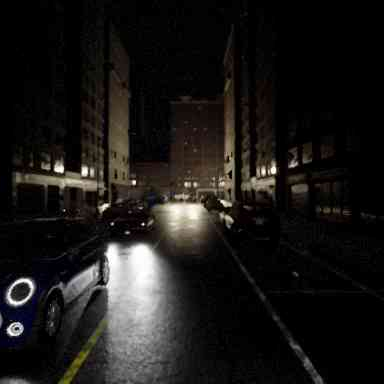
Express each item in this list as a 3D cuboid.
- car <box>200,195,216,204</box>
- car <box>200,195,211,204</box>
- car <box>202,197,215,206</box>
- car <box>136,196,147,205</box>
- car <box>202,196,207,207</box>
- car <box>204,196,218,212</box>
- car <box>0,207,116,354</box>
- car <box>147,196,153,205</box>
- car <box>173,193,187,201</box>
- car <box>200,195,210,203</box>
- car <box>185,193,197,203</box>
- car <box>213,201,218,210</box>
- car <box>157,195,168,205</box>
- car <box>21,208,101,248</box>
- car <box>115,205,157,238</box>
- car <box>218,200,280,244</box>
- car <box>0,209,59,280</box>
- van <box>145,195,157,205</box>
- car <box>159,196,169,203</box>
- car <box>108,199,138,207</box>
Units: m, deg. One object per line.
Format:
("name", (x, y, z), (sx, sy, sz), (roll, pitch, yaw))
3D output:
("car", (2.660, 1.316, 48.448), (2.192, 1.841, 5.009), (1, 0, 0))
("car", (2.652, 1.478, 64.896), (1.967, 1.590, 4.097), (1, 0, 0))
("car", (2.655, 1.538, 54.100), (1.752, 1.417, 4.829), (1, 0, 0))
("car", (-5.859, 1.421, 32.002), (1.967, 1.590, 4.097), (1, 0, 0))
("car", (2.660, 1.542, 42.966), (2.008, 1.369, 4.403), (1, 0, 0))
("car", (2.663, 1.510, 37.652), (1.752, 1.417, 4.829), (1, 0, 0))
("car", (-3.097, 1.344, 6.375), (2.097, 1.767, 4.553), (0, 0, 0))
("car", (-5.862, 1.510, 37.312), (1.752, 1.417, 4.829), (1, 0, 0))
("car", (-2.708, 1.176, 84.929), (2.150, 2.045, 5.566), (1, 0, -37))
("car", (2.650, 1.492, 70.379), (1.967, 1.590, 4.097), (1, 0, 0))
("car", (-0.026, 1.513, 69.414), (1.837, 1.490, 4.892), (0, 0, 0))
("car", (2.670, 1.531, 21.035), (2.008, 1.369, 4.403), (1, 0, 0))
("car", (-5.872, 1.591, 59.411), (1.947, 1.339, 4.313), (1, 0, 0))
("car", (-5.853, 1.534, 15.555), (2.008, 1.369, 4.403), (1, 0, 0))
("car", (-3.005, 1.582, 17.711), (1.895, 1.301, 4.718), (0, 0, 0))
("car", (2.675, 1.298, 15.553), (2.192, 1.841, 5.009), (1, 0, 0))
("car", (-5.849, 1.427, 10.073), (1.967, 1.590, 4.097), (1, 0, 0))
("van", (-5.862, 1.333, 42.965), (1.690, 1.788, 3.998), (1, 0, 0))
("car", (-5.876, 1.596, 70.376), (1.887, 1.381, 4.507), (1, 0, 0))
("car", (-5.857, 1.523, 26.518), (1.887, 1.381, 4.507), (1, 0, 0))
